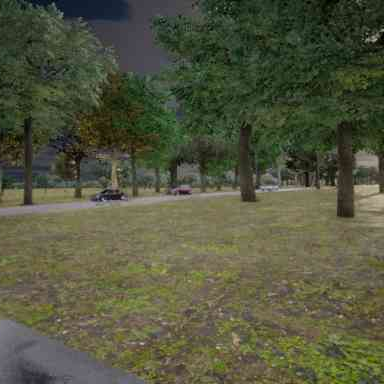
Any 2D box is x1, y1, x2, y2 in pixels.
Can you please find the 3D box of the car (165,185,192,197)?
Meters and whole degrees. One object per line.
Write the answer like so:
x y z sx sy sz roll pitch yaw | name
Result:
-1.995 -0.239 49.388 2.097 1.767 4.553 -1 2 38 | car

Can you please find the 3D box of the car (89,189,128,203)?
-9.794 0.408 39.267 1.837 1.490 4.892 -1 2 38 | car

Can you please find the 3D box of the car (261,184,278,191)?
15.450 -0.862 66.022 1.895 1.301 4.718 -1 2 37 | car
